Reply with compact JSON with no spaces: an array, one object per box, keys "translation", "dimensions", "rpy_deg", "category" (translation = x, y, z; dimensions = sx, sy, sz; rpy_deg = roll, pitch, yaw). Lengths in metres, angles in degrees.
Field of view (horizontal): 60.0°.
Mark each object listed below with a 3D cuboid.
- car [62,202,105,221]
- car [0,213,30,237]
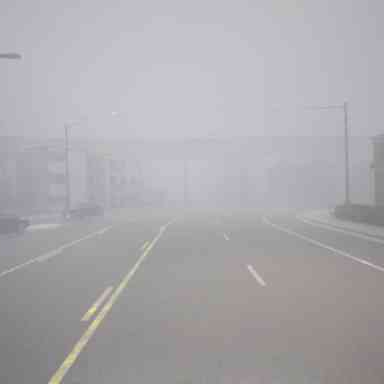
[{"translation":[-9.612,1.685,29.710],"dimensions":[2.128,1.511,4.902],"rpy_deg":[-1,0,14],"category":"car"},{"translation":[-10.647,1.836,17.686],"dimensions":[1.895,1.301,4.718],"rpy_deg":[-1,0,1],"category":"car"}]
